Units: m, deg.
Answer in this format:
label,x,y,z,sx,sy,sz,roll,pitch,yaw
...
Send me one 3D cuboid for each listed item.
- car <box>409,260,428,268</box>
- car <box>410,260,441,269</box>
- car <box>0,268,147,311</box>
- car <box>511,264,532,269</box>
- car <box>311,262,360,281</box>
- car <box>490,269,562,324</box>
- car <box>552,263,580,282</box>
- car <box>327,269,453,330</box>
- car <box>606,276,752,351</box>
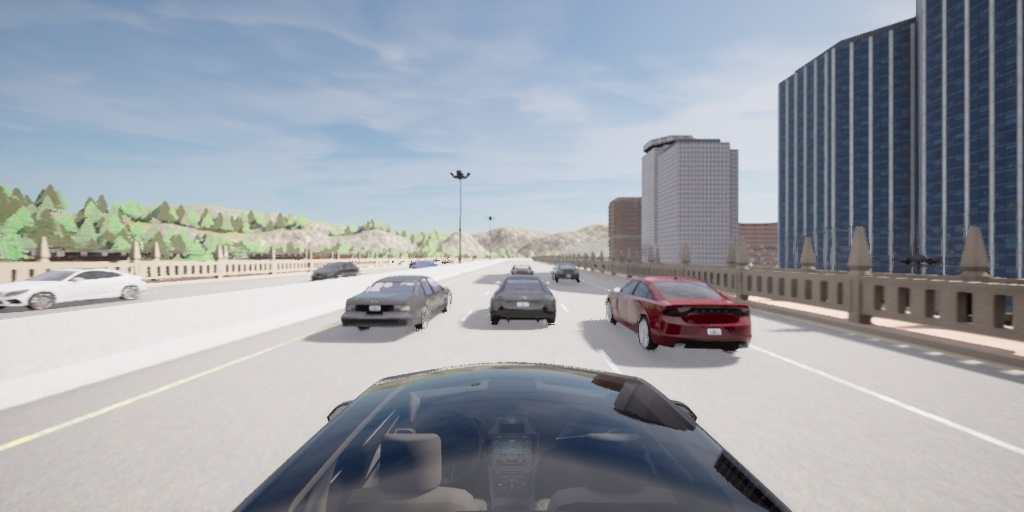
label,x,y,z,sx,sy,sz,roll,pitch,yaw
car,-15.965,1.409,61.415,1.895,1.301,4.718,0,0,2
car,-9.613,1.236,39.585,1.882,1.535,5.008,0,0,2
car,-17.300,1.204,14.135,1.812,1.442,4.674,0,0,1
car,0.855,1.387,31.660,1.895,1.301,4.718,0,0,2
car,-13.445,1.217,27.651,1.837,1.490,4.892,0,0,2
car,0.355,1.319,11.997,1.994,1.385,4.181,0,0,1
car,4.285,1.321,29.002,1.812,1.442,4.674,0,0,2
car,-3.190,1.287,11.019,2.033,1.411,5.357,0,0,1
car,3.785,1.247,9.088,1.882,1.535,5.008,0,0,1
